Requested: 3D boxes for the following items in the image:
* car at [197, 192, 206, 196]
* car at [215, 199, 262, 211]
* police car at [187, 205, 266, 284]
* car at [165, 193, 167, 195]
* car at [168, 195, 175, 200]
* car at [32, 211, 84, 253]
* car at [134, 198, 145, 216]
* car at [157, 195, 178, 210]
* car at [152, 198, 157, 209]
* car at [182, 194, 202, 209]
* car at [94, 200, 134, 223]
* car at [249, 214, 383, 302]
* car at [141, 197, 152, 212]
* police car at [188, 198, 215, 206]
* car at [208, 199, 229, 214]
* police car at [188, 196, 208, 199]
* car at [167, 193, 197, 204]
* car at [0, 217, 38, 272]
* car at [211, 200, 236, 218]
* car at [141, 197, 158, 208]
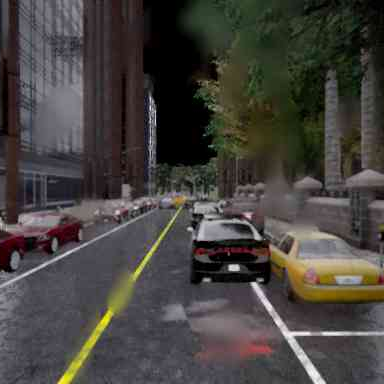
[{"bbox_3d":[2.707,1.310,78.167,1.967,1.590,4.097,0,0,0],"label":"car"},{"bbox_3d":[2.749,1.277,18.914,2.192,1.841,5.009,0,0,0],"label":"car"},{"bbox_3d":[0.894,1.405,9.658,1.930,1.638,5.238,0,0,0],"label":"police car"},{"bbox_3d":[-5.822,1.179,83.598,2.192,1.841,5.009,0,0,0],"label":"car"},{"bbox_3d":[-5.830,1.433,94.473,1.802,1.307,4.206,0,0,0],"label":"car"},{"bbox_3d":[-5.772,1.518,13.448,1.887,1.381,4.507,0,0,0],"label":"car"},{"bbox_3d":[-5.784,1.495,29.820,2.008,1.369,4.403,0,0,0],"label":"car"},{"bbox_3d":[-3.092,1.450,41.179,1.812,1.442,4.674,0,0,0],"label":"car"},{"bbox_3d":[-5.792,1.366,40.733,1.967,1.590,4.097,0,0,0],"label":"car"},{"bbox_3d":[-0.031,1.424,44.399,1.837,1.490,4.892,0,0,0],"label":"car"},{"bbox_3d":[-5.780,1.394,24.362,1.967,1.590,4.097,0,0,0],"label":"car"},{"bbox_3d":[2.757,1.507,8.172,1.752,1.417,4.829,0,0,0],"label":"car"},{"bbox_3d":[-5.788,1.480,35.276,1.887,1.381,4.507,0,0,0],"label":"car"},{"bbox_3d":[0.868,1.387,19.658,1.930,1.638,5.238,0,0,0],"label":"police car"},{"bbox_3d":[2.737,1.500,35.285,1.947,1.339,4.313,0,0,0],"label":"car"},{"bbox_3d":[0.882,1.376,25.658,1.930,1.638,5.238,0,0,0],"label":"police car"},{"bbox_3d":[-1.622,1.378,55.497,1.882,1.535,5.008,1,0,-38],"label":"car"},{"bbox_3d":[-5.768,1.528,7.991,1.887,1.381,4.507,0,0,0],"label":"car"},{"bbox_3d":[2.741,1.468,29.998,1.752,1.417,4.829,0,0,0],"label":"car"},{"bbox_3d":[-5.795,1.443,46.020,1.752,1.417,4.829,0,0,0],"label":"car"}]
